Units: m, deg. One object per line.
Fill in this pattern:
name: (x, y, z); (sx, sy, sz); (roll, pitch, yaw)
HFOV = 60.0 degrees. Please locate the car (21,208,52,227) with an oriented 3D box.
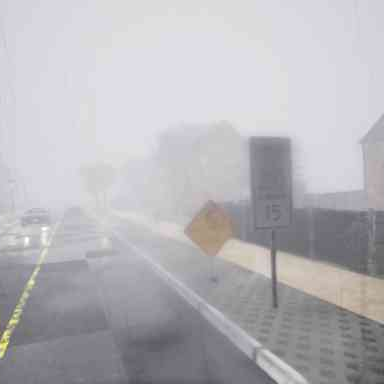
car: (-12.315, 1.968, 26.548); (1.994, 1.385, 4.181); (-2, 0, -20)

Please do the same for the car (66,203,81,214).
car: (-16.351, 2.179, 45.861); (1.895, 1.301, 4.718); (-2, 0, -20)

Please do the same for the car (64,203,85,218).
car: (-12.399, 1.937, 35.163); (1.812, 1.442, 4.674); (-2, 0, -19)
